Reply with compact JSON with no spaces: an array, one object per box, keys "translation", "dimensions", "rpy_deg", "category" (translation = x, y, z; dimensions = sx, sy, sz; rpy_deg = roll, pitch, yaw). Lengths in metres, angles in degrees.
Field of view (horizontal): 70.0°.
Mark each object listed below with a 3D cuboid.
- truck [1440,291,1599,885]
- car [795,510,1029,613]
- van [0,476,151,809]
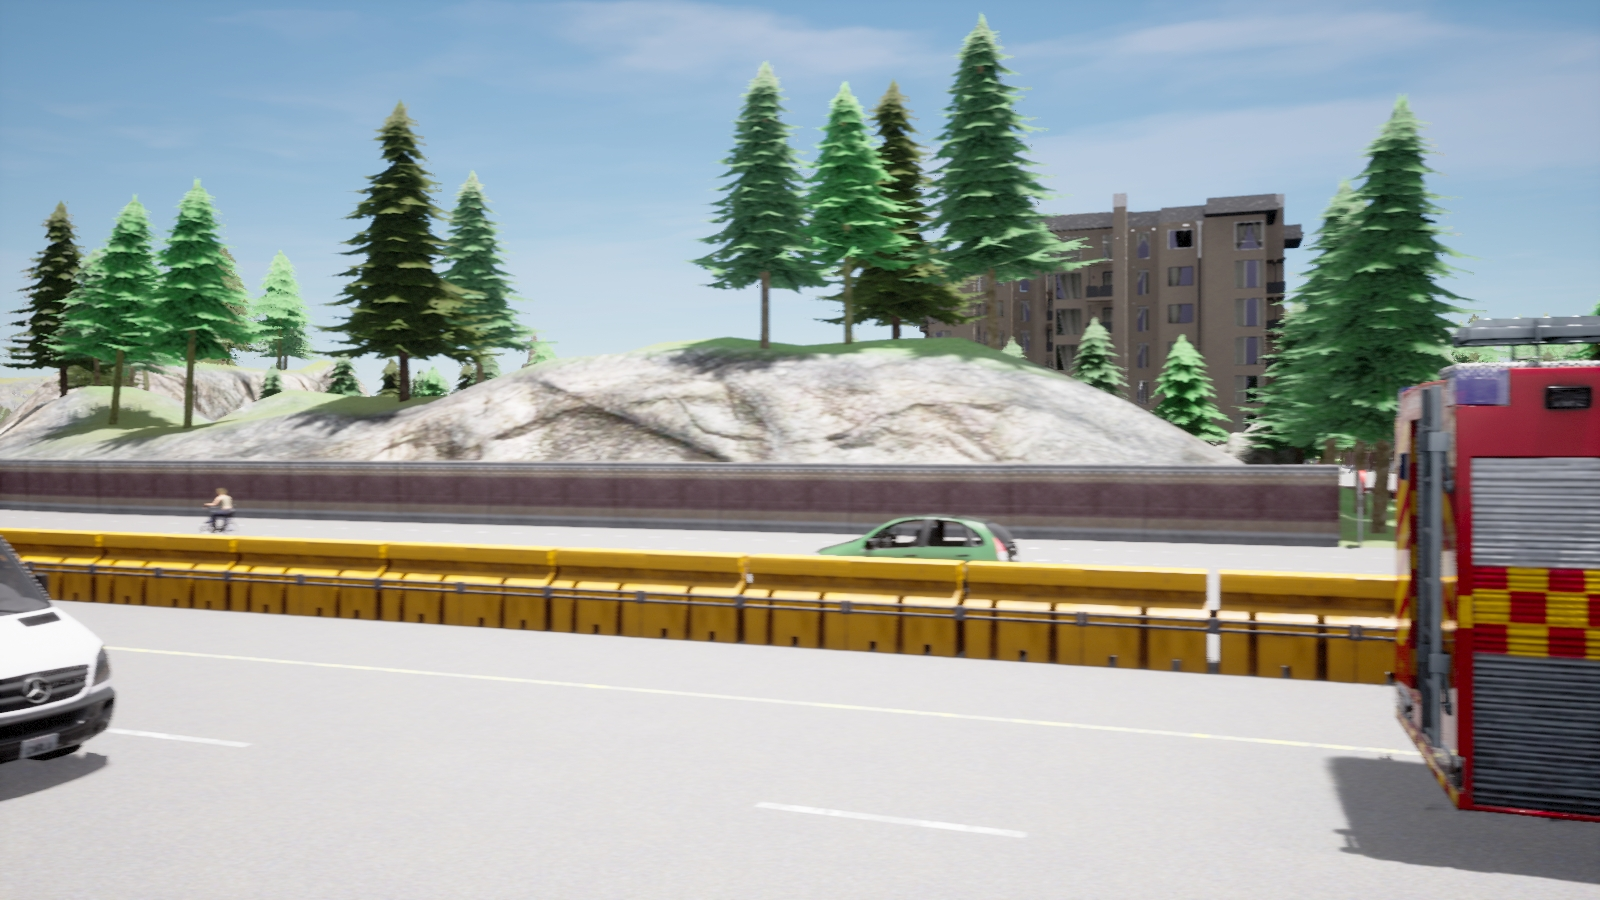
[{"translation":[9.205,0.893,7.410],"dimensions":[8.468,3.827,2.891],"rpy_deg":[0,0,20],"category":"truck"},{"translation":[2.101,1.995,21.174],"dimensions":[3.988,1.617,1.851],"rpy_deg":[0,0,20],"category":"car"},{"translation":[-8.920,1.527,10.261],"dimensions":[5.915,2.561,1.988],"rpy_deg":[0,0,20],"category":"van"}]
